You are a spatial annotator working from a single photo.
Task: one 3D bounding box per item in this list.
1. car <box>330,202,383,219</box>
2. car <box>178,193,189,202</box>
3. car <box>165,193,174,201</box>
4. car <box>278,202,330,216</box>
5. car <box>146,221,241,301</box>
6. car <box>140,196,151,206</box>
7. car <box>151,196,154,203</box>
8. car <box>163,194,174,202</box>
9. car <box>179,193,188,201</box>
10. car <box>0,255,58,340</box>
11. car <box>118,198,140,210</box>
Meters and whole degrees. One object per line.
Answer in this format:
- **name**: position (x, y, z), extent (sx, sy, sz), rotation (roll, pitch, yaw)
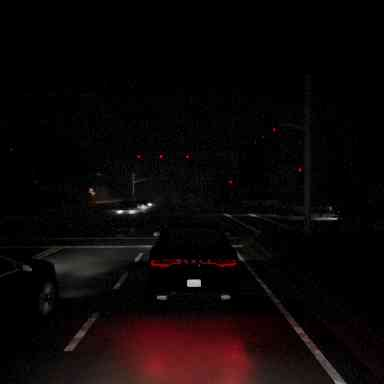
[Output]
- **car**: position (14.759, 1.564, 29.002), extent (4.181, 1.385, 1.994), rotation (0, 0, -2)
- **car**: position (-1.907, 1.225, 74.284), extent (2.150, 2.045, 5.566), rotation (0, 0, -1)
- **car**: position (-5.695, 1.269, 85.188), extent (2.097, 1.767, 4.553), rotation (0, 0, -1)
- **car**: position (10.863, 1.601, 32.391), extent (4.718, 1.301, 1.895), rotation (0, 0, -2)
- **car**: position (0.000, 1.478, 8.420), extent (1.882, 1.535, 5.008), rotation (0, 0, -1)
- **car**: position (-8.513, 1.601, 55.450), extent (1.895, 1.301, 4.718), rotation (0, 0, -1)
- **car**: position (-8.742, 1.492, 66.596), extent (2.128, 1.511, 4.902), rotation (0, 0, -1)
- **car**: position (-5.422, 1.533, 74.583), extent (2.033, 1.411, 5.357), rotation (0, 0, -1)
- **car**: position (-2.190, 1.225, 85.017), extent (2.150, 2.045, 5.566), rotation (0, 0, -1)
- **car**: position (-3.468, 1.492, 4.428), extent (2.128, 1.511, 4.902), rotation (0, 0, 0)
- **car**: position (-8.176, 1.526, 42.475), extent (1.812, 1.442, 4.674), rotation (0, 0, -2)
